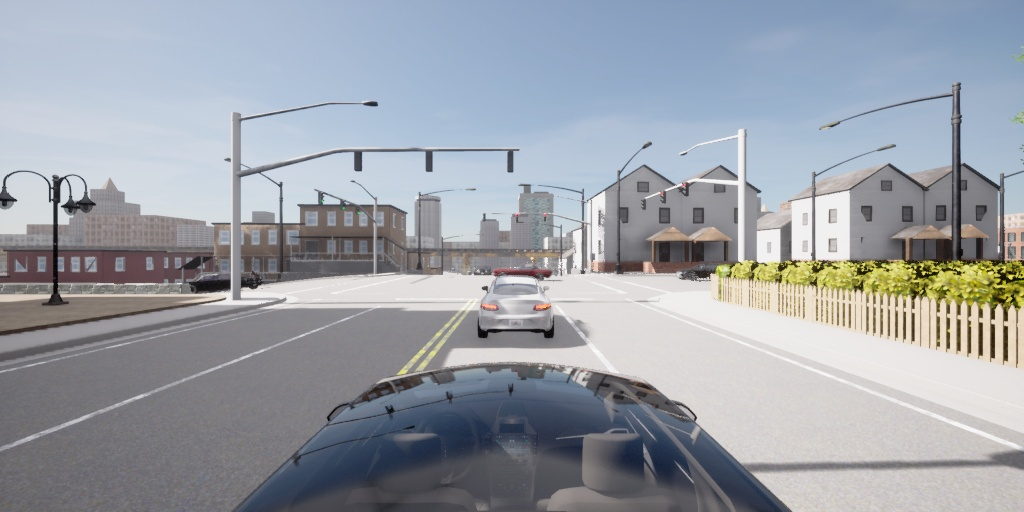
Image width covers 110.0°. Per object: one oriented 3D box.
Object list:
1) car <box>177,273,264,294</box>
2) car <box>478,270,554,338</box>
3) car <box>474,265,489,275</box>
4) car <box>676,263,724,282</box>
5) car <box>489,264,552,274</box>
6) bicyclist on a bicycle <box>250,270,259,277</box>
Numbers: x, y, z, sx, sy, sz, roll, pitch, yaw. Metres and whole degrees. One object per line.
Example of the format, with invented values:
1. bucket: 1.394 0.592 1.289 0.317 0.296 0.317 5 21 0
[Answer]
1. car: -19.972 1.845 24.729 4.718 1.301 1.895 -4 0 -1
2. car: 0.103 1.276 10.034 1.812 1.442 4.674 0 0 0
3. car: -3.512 2.162 45.275 2.150 2.045 5.566 0 -9 0
4. car: 15.651 1.275 28.826 4.674 1.442 1.812 0 0 -1
5. car: 0.786 1.318 28.664 4.718 1.301 1.895 0 0 -1
6. bicyclist on a bicycle: -25.562 2.214 35.616 0.582 1.620 1.656 -8 0 0
